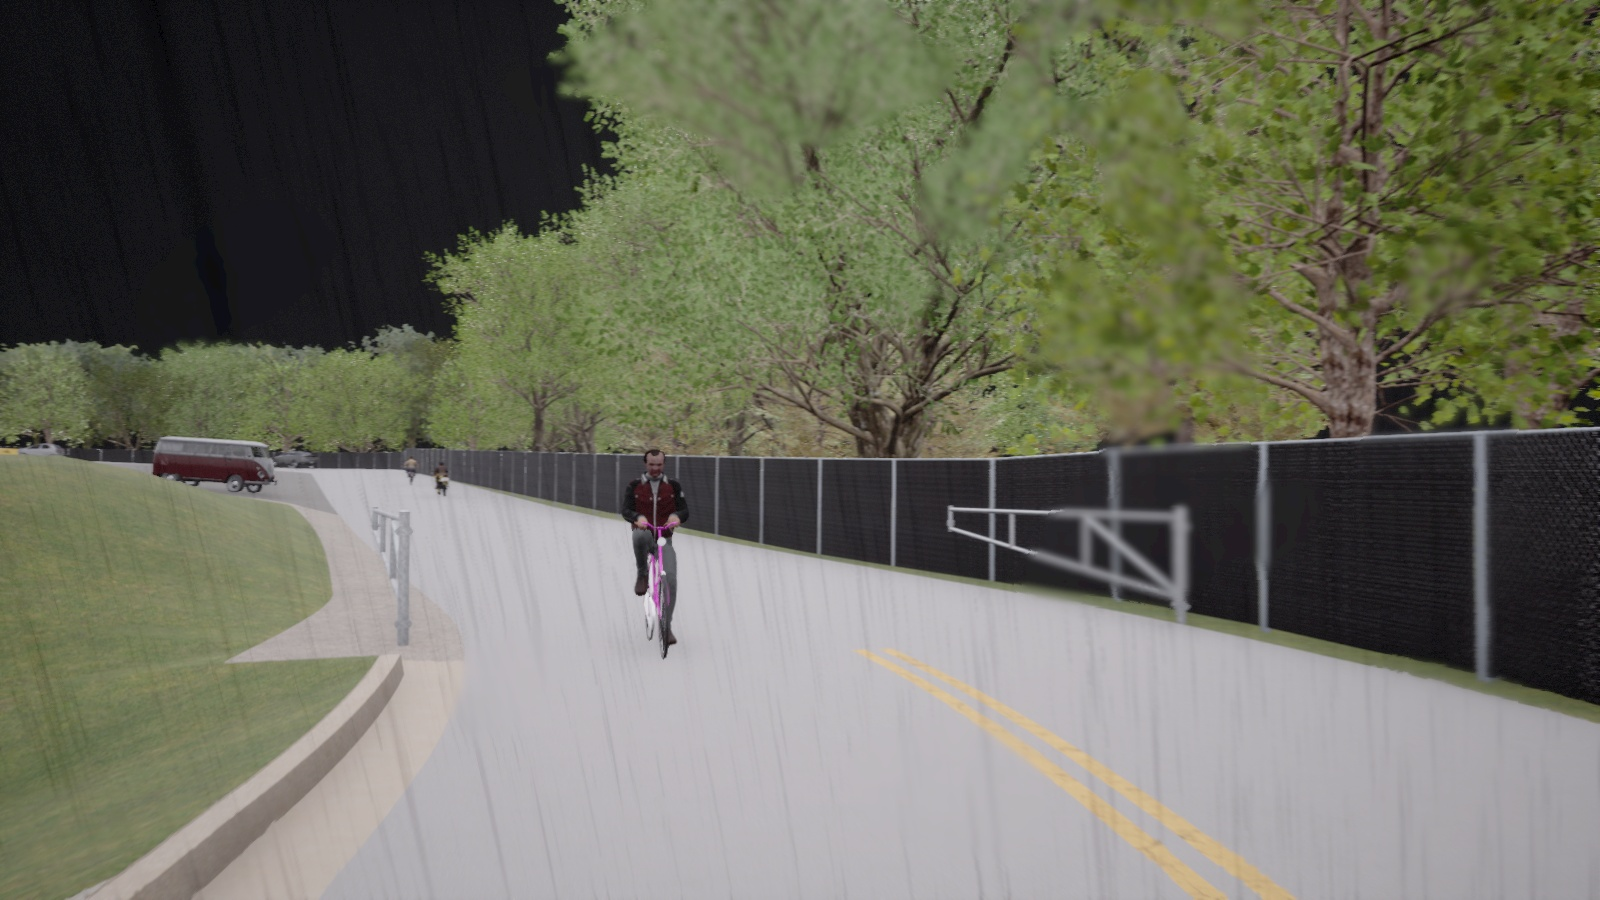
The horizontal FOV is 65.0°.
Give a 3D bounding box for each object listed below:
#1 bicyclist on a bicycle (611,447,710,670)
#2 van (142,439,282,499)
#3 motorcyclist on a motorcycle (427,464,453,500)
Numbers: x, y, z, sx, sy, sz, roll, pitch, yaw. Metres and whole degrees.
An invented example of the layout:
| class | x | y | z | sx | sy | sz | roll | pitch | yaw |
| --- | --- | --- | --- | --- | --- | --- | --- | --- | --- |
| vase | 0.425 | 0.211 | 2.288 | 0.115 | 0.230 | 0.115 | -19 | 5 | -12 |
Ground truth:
| class | x | y | z | sx | sy | sz | roll | pitch | yaw |
| --- | --- | --- | --- | --- | --- | --- | --- | --- | --- |
| bicyclist on a bicycle | -1.258 | 0.883 | 11.017 | 0.659 | 1.776 | 1.843 | 0 | -1 | -13 |
| van | -22.578 | 0.760 | 48.298 | 4.442 | 1.987 | 1.775 | 3 | -3 | 4 |
| motorcyclist on a motorcycle | -15.814 | 1.397 | 55.165 | 0.797 | 1.523 | 2.044 | 0 | 0 | -25 |
